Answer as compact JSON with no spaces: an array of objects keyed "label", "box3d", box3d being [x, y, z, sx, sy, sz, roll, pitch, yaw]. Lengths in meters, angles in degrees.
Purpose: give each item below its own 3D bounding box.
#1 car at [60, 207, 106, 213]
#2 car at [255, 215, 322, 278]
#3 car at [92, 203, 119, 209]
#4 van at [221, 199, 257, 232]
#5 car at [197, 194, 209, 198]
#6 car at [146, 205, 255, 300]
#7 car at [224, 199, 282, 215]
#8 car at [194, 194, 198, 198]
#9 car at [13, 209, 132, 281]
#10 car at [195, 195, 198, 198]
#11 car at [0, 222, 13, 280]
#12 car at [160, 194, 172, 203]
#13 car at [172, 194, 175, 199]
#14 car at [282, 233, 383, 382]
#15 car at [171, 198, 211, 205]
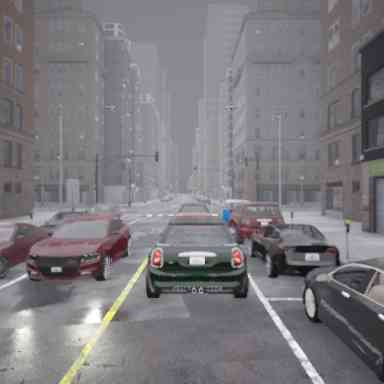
[{"label":"car","box3d":[-5.665,1.596,15.489,1.947,1.339,4.313,0,0,0]},{"label":"car","box3d":[2.860,1.585,9.970,1.947,1.339,4.313,0,0,0]},{"label":"car","box3d":[-5.664,1.480,21.014,1.967,1.590,4.097,0,0,0]},{"label":"van","box3d":[2.862,1.381,21.018,1.690,1.788,3.998,0,0,0]},{"label":"car","box3d":[2.585,1.589,64.908,1.967,1.590,4.097,0,0,-1]},{"label":"car","box3d":[0.102,1.368,8.609,2.097,1.767,4.553,0,0,0]},{"label":"car","box3d":[2.861,1.345,15.494,2.192,1.841,5.009,0,0,0]},{"label":"car","box3d":[2.093,1.804,87.518,1.802,1.307,4.206,0,0,-1]},{"label":"car","box3d":[-3.090,1.497,10.089,1.882,1.535,5.008,0,0,0]},{"label":"car","box3d":[2.339,1.765,76.214,1.802,1.307,4.206,0,0,-1]},{"label":"car","box3d":[-5.666,1.601,9.964,1.802,1.307,4.206,0,0,0]},{"label":"car","box3d":[-6.184,1.622,76.038,1.967,1.590,4.097,0,0,-1]},{"label":"car","box3d":[-6.555,1.565,93.000,2.192,1.841,5.009,0,0,-1]},{"label":"car","box3d":[2.859,1.559,4.446,2.008,1.369,4.403,0,0,0]},{"label":"car","box3d":[0.110,1.387,18.755,2.097,1.767,4.553,0,0,0]}]
